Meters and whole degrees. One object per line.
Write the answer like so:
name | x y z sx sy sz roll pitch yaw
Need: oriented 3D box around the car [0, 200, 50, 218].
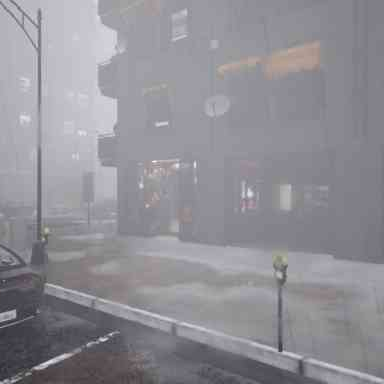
car | -13.955 1.350 26.079 2.008 1.369 4.403 1 1 35

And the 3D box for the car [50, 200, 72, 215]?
car | -10.856 1.250 30.498 1.752 1.417 4.829 1 1 35

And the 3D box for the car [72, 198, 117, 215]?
car | -7.798 1.249 30.364 2.033 1.411 5.357 0 1 35

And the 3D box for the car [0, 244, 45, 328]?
car | -4.433 1.551 6.049 4.403 1.369 2.008 0 0 36
